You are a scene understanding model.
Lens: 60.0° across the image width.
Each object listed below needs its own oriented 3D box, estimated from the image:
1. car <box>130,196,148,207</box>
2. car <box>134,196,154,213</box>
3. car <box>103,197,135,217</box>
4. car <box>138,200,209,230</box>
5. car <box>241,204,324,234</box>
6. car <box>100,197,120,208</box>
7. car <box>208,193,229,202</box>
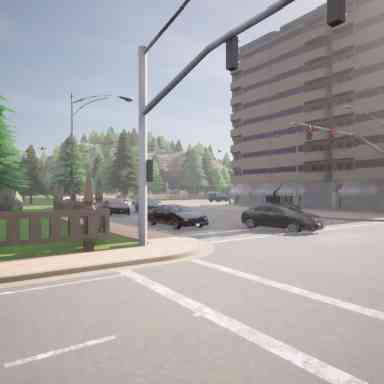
[{"bbox_3d":[-8.277,1.451,52.115,1.837,1.490,4.892,0,-1,3],"label":"car"},{"bbox_3d":[-4.357,1.422,33.249,1.882,1.535,5.008,0,0,-25],"label":"car"},{"bbox_3d":[-7.241,1.422,31.318,1.882,1.535,5.008,0,0,-26],"label":"car"},{"bbox_3d":[-1.160,1.492,21.144,2.033,1.411,5.357,0,0,-34],"label":"car"},{"bbox_3d":[5.010,1.451,19.042,1.837,1.490,4.892,0,0,-41],"label":"car"},{"bbox_3d":[-11.681,1.470,47.677,1.812,1.442,4.674,0,0,-3],"label":"car"},{"bbox_3d":[5.712,1.170,71.210,2.150,2.045,5.566,0,0,40],"label":"car"}]
